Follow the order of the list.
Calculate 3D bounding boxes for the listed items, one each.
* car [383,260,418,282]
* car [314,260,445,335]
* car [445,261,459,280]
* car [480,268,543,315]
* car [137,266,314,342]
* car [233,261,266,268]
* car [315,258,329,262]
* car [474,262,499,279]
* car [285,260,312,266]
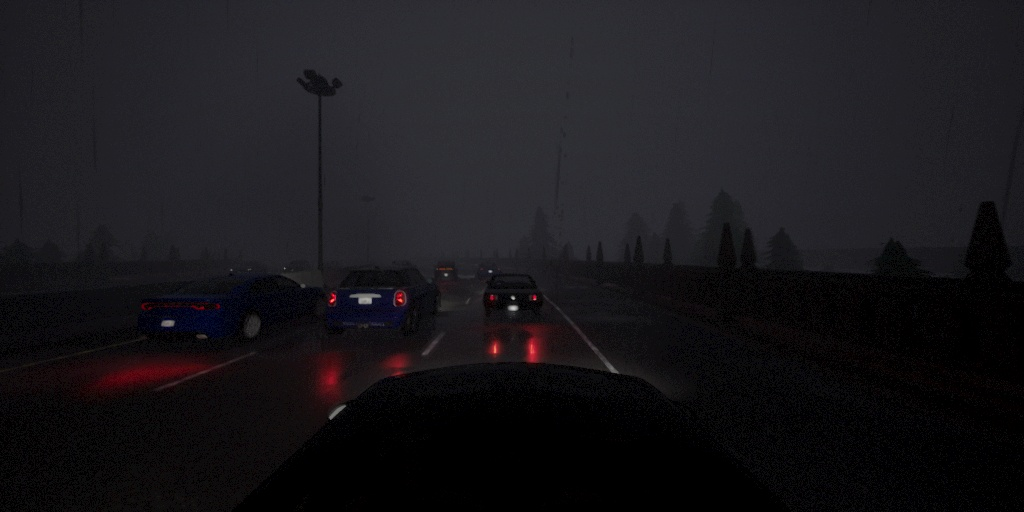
[{"bbox_3d":[-8.931,1.136,29.077,2.128,1.511,4.902,0,0,-11],"label":"car"},{"bbox_3d":[-3.472,1.061,10.503,2.097,1.767,4.553,0,0,-1],"label":"car"},{"bbox_3d":[-5.405,1.145,29.297,1.837,1.490,4.892,0,0,-11],"label":"car"},{"bbox_3d":[-0.044,1.298,13.223,1.895,1.301,4.718,0,0,-2],"label":"car"},{"bbox_3d":[-6.951,1.190,9.672,1.882,1.535,5.008,0,0,-1],"label":"car"},{"bbox_3d":[-24.591,1.182,33.658,1.812,1.442,4.674,0,0,-16],"label":"car"},{"bbox_3d":[-17.892,1.205,35.577,1.994,1.385,4.181,0,0,-16],"label":"car"},{"bbox_3d":[-2.100,1.198,30.452,1.994,1.385,4.181,0,0,-11],"label":"car"},{"bbox_3d":[-21.919,1.151,36.893,1.837,1.490,4.892,0,0,-18],"label":"car"}]
